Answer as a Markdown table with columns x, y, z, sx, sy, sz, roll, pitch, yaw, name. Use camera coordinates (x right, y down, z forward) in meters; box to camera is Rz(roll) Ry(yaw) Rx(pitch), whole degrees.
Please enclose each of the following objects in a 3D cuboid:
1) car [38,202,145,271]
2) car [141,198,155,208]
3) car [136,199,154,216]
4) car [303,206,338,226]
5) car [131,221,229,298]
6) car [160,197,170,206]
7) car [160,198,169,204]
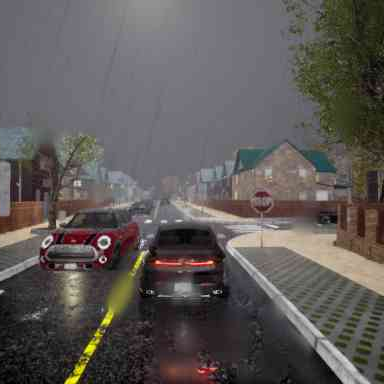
| x | y | z | sx | sy | sz | roll | pitch | yaw | name |
| --- | --- | --- | --- | --- | --- | --- | --- | --- | --- |
| -3.115 | 1.363 | 10.964 | 2.097 | 1.767 | 4.553 | 0 | 0 | 2 | car |
| -7.016 | 1.760 | 53.734 | 2.033 | 1.411 | 5.357 | 0 | 0 | -5 | car |
| -5.173 | 1.643 | 33.561 | 1.994 | 1.385 | 4.181 | 0 | 0 | -5 | car |
| 10.167 | 1.575 | 22.770 | 4.718 | 1.301 | 1.895 | 0 | -1 | -7 | car |
| -0.163 | 1.515 | 8.501 | 1.837 | 1.490 | 4.892 | 0 | 0 | 0 | car |
| -5.021 | 1.793 | 62.534 | 1.837 | 1.490 | 4.892 | 0 | 0 | -5 | car |
| -5.991 | 1.883 | 72.936 | 1.895 | 1.301 | 4.718 | 0 | -1 | -5 | car |
